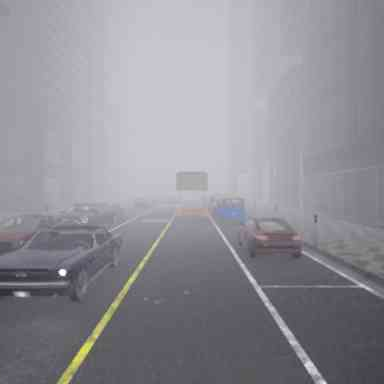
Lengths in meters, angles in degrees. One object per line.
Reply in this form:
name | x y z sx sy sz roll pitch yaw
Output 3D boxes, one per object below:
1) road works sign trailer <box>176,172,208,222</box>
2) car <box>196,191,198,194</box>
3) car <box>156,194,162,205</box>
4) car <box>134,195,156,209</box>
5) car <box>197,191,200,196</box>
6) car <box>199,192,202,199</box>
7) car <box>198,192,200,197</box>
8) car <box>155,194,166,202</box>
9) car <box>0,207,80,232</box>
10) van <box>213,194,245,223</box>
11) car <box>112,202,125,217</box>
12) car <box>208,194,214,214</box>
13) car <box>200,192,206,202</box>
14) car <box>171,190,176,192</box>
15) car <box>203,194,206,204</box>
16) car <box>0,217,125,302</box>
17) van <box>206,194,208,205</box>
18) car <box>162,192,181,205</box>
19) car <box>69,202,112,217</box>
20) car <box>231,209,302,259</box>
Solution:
road works sign trailer | -0.005 0.299 24.717 2.380 3.560 2.880 0 0 0
car | 2.660 0.978 79.511 1.947 1.339 4.313 1 0 0
car | -5.860 1.190 51.381 2.008 1.369 4.403 1 0 0
car | -5.858 1.268 40.133 1.887 1.381 4.507 1 0 0
car | 2.661 1.004 73.886 1.887 1.381 4.507 1 0 0
car | 2.664 1.140 57.012 1.887 1.381 4.507 1 0 0
car | 2.663 1.095 62.636 1.887 1.381 4.507 1 0 0
car | -5.862 1.078 62.459 1.752 1.417 4.829 1 0 0
car | -5.853 1.466 12.011 1.887 1.381 4.507 1 0 0
van | 2.673 1.186 23.263 1.690 1.788 3.998 1 0 0
car | -5.855 1.390 23.259 1.887 1.381 4.507 1 0 0
car | 2.671 1.245 28.888 1.967 1.590 4.097 1 0 0
car | 2.665 1.189 51.388 2.008 1.369 4.403 1 0 0
car | -5.865 0.804 85.126 1.967 1.590 4.097 1 0 0
car | 2.667 1.274 40.139 2.008 1.369 4.403 1 0 0
car | -3.103 1.547 8.265 1.895 1.301 4.718 0 0 0
van | 2.671 1.105 34.513 1.690 1.788 3.998 1 0 0
car | -3.081 1.164 51.445 1.812 1.442 4.674 0 0 0
car | -5.853 1.324 17.634 1.967 1.590 4.097 1 0 0
car | 2.672 1.503 12.016 1.802 1.307 4.206 1 0 0
